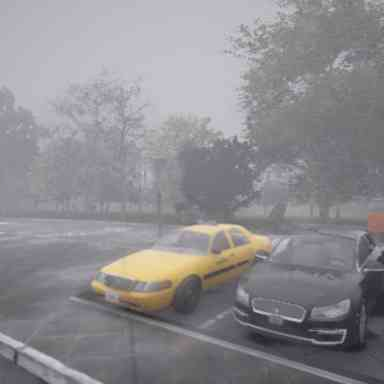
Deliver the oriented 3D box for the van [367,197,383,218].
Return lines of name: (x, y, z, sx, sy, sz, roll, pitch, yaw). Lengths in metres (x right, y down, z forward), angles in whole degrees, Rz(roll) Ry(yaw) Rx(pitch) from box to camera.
van: (10.299, 1.235, 17.136, 1.878, 1.987, 4.442, 0, 0, 36)

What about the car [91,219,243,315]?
car: (0.182, 1.468, 7.917, 1.946, 1.575, 5.366, 0, 0, 36)

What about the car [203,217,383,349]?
car: (2.545, 1.464, 6.463, 2.231, 1.521, 4.892, 0, 0, 36)
